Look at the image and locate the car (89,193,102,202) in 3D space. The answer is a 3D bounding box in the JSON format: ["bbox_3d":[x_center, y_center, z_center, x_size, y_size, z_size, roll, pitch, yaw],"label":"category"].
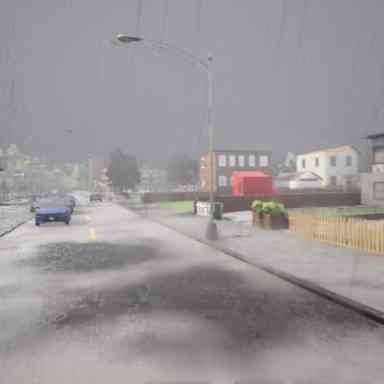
[{"bbox_3d":[-16.016,0.876,55.235,2.128,1.511,4.902,-1,1,-19],"label":"car"}]

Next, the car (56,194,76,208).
[{"bbox_3d":[-15.390,1.091,40.902,2.128,1.511,4.902,-1,1,-19],"label":"car"}]

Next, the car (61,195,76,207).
[{"bbox_3d":[-12.116,1.180,31.000,1.882,1.535,5.008,-1,1,-19],"label":"car"}]

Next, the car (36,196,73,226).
[{"bbox_3d":[-9.122,1.273,22.075,1.882,1.535,5.008,-1,1,-19],"label":"car"}]
